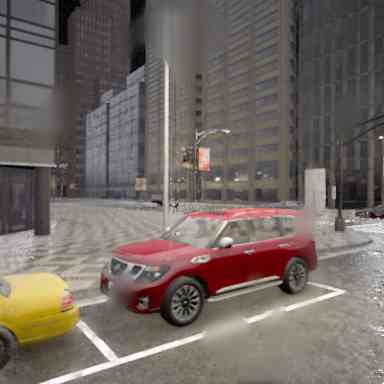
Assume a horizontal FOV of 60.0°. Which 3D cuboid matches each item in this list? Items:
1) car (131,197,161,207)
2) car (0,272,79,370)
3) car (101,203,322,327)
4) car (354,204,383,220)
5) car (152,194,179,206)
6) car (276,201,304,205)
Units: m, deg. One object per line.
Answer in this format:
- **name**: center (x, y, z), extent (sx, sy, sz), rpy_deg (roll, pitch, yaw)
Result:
- **car**: center (-6.757, 1.737, 47.127), extent (1.895, 1.301, 4.718), rpy_deg (1, -1, -35)
- **car**: center (-3.922, 1.525, 3.959), extent (4.829, 1.417, 1.752), rpy_deg (0, 0, -35)
- **car**: center (0.662, 1.319, 7.227), extent (5.009, 1.841, 2.192), rpy_deg (0, 0, -35)
- **car**: center (16.234, 1.627, 27.061), extent (2.033, 1.411, 5.357), rpy_deg (1, -1, -40)
- **car**: center (-4.112, 1.384, 49.009), extent (2.150, 2.045, 5.566), rpy_deg (1, -1, -35)
- **car**: center (6.835, 1.608, 28.041), extent (1.994, 1.385, 4.181), rpy_deg (1, -1, -36)
